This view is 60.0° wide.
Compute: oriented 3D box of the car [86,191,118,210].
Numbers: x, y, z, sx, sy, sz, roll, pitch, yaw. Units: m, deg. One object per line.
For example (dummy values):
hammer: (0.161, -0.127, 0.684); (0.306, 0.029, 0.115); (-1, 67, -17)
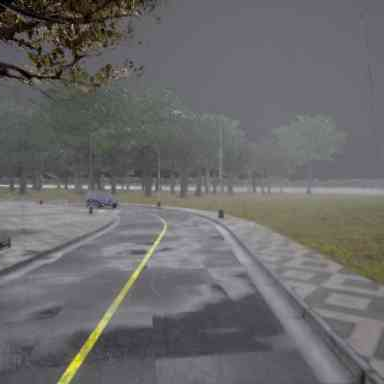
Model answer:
car: (-10.941, 0.963, 40.205); (2.150, 2.045, 5.566); (0, 1, -38)

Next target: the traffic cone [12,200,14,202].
traffic cone: (-27.915, 1.316, 51.828); (0.340, 0.580, 0.340); (1, 1, 21)

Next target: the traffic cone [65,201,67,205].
traffic cone: (-17.162, 1.534, 45.309); (0.340, 0.580, 0.340); (17, -19, -26)
